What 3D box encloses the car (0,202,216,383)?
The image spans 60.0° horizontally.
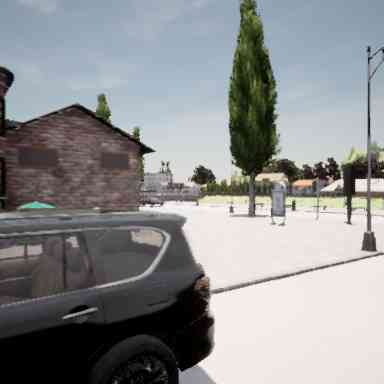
[{"bbox_3d":[-2.334,1.223,2.932,5.566,2.045,2.150,0,0,-36],"label":"car"}]

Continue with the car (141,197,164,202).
[{"bbox_3d":[-6.327,1.495,51.883,2.033,1.411,5.357,0,0,-35],"label":"car"}]
